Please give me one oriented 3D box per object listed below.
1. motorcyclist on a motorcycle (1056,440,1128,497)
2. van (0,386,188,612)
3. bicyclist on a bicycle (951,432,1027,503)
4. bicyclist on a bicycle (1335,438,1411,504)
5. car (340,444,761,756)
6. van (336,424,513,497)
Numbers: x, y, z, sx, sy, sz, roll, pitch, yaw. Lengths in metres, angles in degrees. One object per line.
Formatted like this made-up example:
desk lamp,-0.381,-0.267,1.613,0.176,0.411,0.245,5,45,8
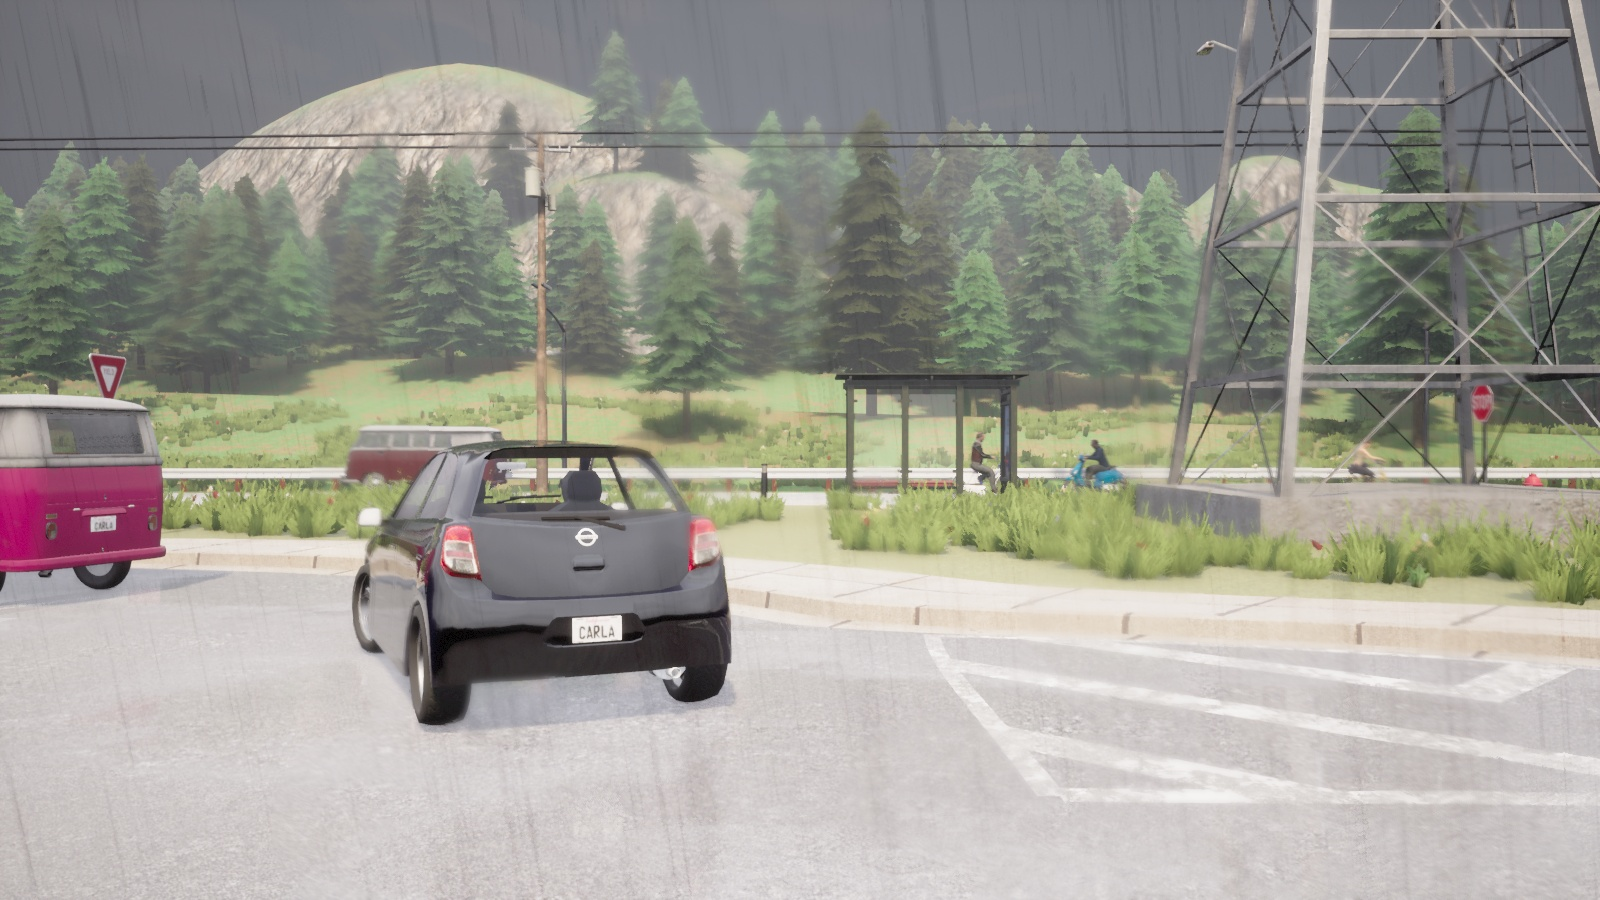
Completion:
motorcyclist on a motorcycle,8.170,0.508,35.204,1.817,1.590,0.866,0,0,1
van,-8.610,0.422,12.534,4.442,1.987,1.775,0,0,16
bicyclist on a bicycle,4.772,0.442,31.764,1.843,1.776,0.659,0,0,1
bicyclist on a bicycle,14.391,0.517,31.563,1.509,1.612,0.866,0,1,4
car,-1.817,0.713,8.088,1.845,1.501,3.633,0,0,-25
van,-10.559,0.292,35.504,4.442,1.987,1.775,0,0,1
